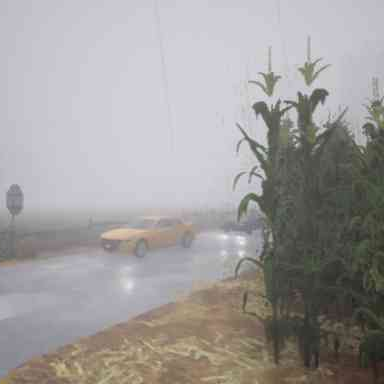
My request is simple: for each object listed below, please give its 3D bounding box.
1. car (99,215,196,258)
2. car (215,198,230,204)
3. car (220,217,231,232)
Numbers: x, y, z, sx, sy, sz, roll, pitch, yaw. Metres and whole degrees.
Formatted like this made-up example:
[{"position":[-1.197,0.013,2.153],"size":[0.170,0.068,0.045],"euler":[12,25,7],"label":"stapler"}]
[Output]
[{"position":[-1.783,1.802,14.658],"size":[1.882,1.535,5.008],"euler":[-1,-1,34],"label":"car"},{"position":[9.489,2.320,89.031],"size":[4.611,1.667,2.242],"euler":[-1,-1,35],"label":"car"},{"position":[3.937,1.925,22.772],"size":[2.033,1.411,5.357],"euler":[-1,-1,35],"label":"car"}]
